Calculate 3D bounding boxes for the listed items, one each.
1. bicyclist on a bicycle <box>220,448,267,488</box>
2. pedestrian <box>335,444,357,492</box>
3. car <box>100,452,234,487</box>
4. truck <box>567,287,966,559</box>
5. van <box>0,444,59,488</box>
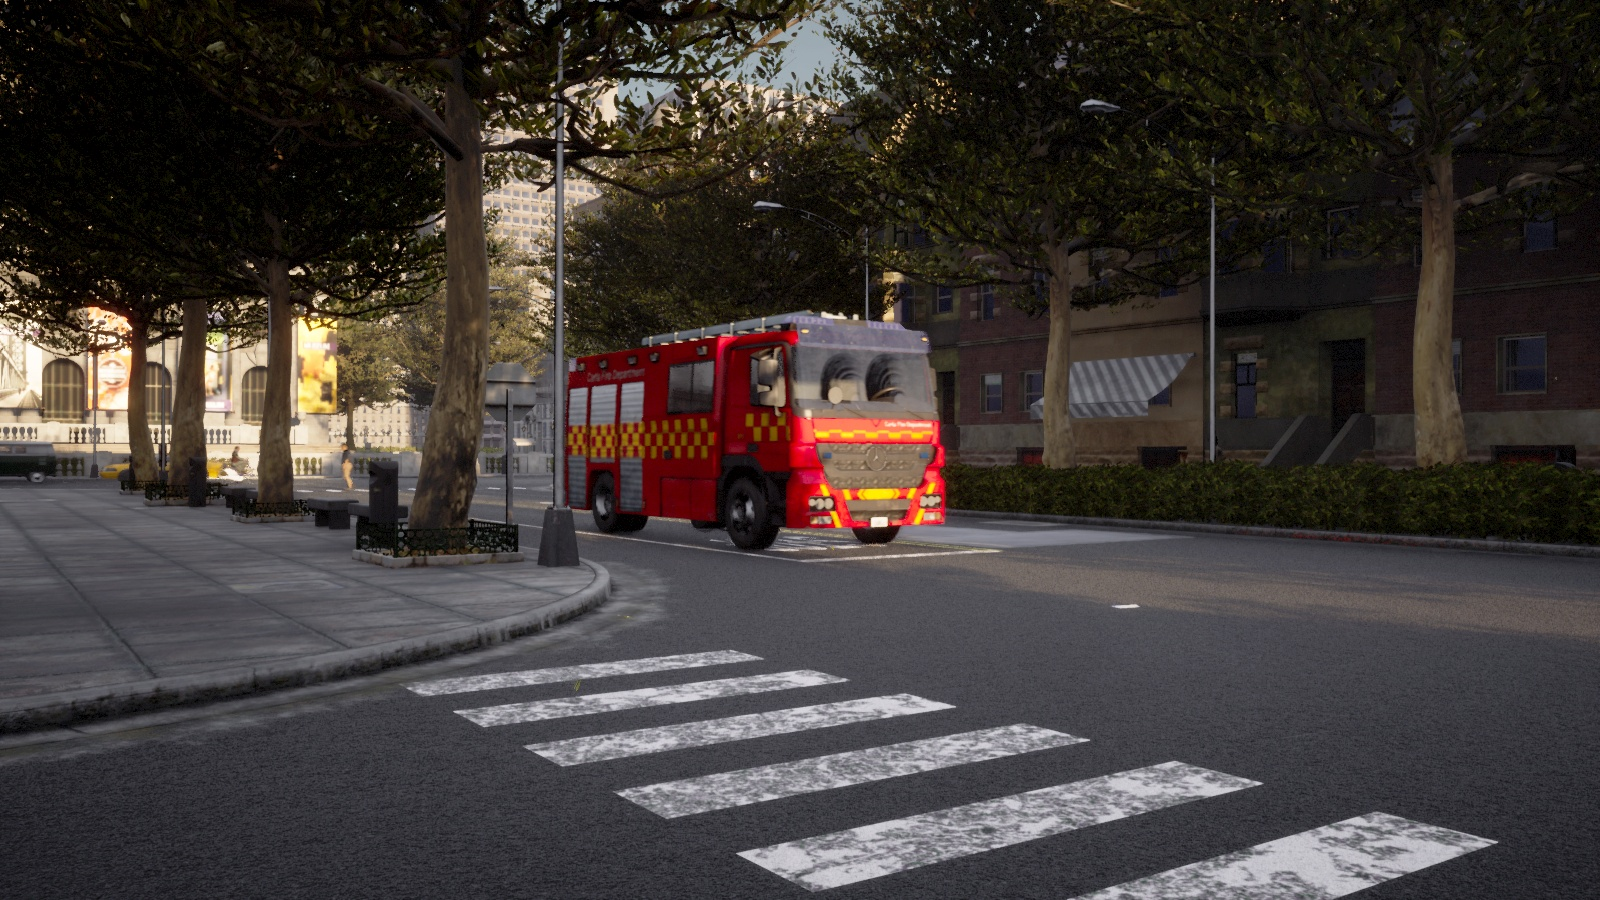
[{"bbox_3d":[-25.251,0.808,56.994,1.843,1.776,0.659,0,0,-34],"label":"bicyclist on a bicycle"},{"bbox_3d":[-17.717,0.709,49.007,0.694,1.848,0.540,0,0,-32],"label":"pedestrian"},{"bbox_3d":[-29.414,0.889,58.411,5.366,1.575,1.801,0,0,-33],"label":"car"},{"bbox_3d":[-1.020,-0.363,22.006,2.891,3.827,8.468,0,0,-34],"label":"truck"},{"bbox_3d":[-36.712,0.718,57.770,4.442,1.987,1.775,0,0,-34],"label":"van"}]
